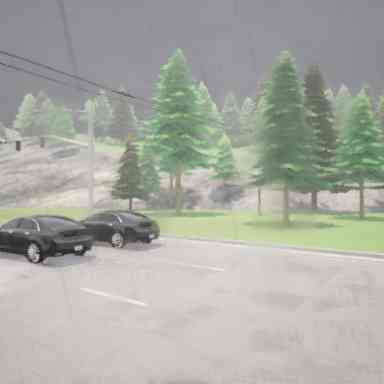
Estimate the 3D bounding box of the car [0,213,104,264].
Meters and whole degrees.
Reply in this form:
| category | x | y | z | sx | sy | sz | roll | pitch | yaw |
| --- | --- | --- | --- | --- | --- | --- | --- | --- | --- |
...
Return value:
| category | x | y | z | sx | sy | sz | roll | pitch | yaw |
| --- | --- | --- | --- | --- | --- | --- | --- | --- | --- |
| car | -5.694 | 1.569 | 12.077 | 4.892 | 1.490 | 1.837 | 0 | 0 | 33 |

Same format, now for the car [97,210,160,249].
| category | x | y | z | sx | sy | sz | roll | pitch | yaw |
| --- | --- | --- | --- | --- | --- | --- | --- | --- | --- |
| car | -3.668 | 1.569 | 14.930 | 4.892 | 1.490 | 1.837 | 0 | 0 | 33 |
